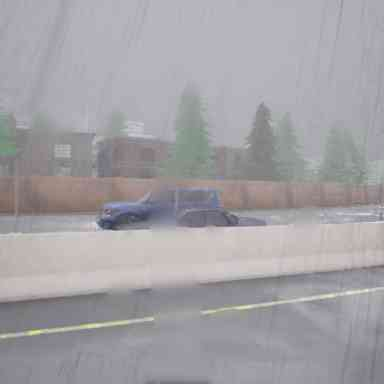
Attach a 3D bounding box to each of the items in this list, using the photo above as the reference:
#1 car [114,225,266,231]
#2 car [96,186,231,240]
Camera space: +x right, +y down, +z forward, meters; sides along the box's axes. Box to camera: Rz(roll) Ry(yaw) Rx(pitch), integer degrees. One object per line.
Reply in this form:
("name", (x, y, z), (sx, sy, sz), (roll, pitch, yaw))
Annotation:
("car", (0.032, 1.243, 11.498), (5.357, 1.411, 2.033), (0, 2, -21))
("car", (-1.274, 0.810, 14.744), (5.566, 2.045, 2.150), (0, 2, -21))
